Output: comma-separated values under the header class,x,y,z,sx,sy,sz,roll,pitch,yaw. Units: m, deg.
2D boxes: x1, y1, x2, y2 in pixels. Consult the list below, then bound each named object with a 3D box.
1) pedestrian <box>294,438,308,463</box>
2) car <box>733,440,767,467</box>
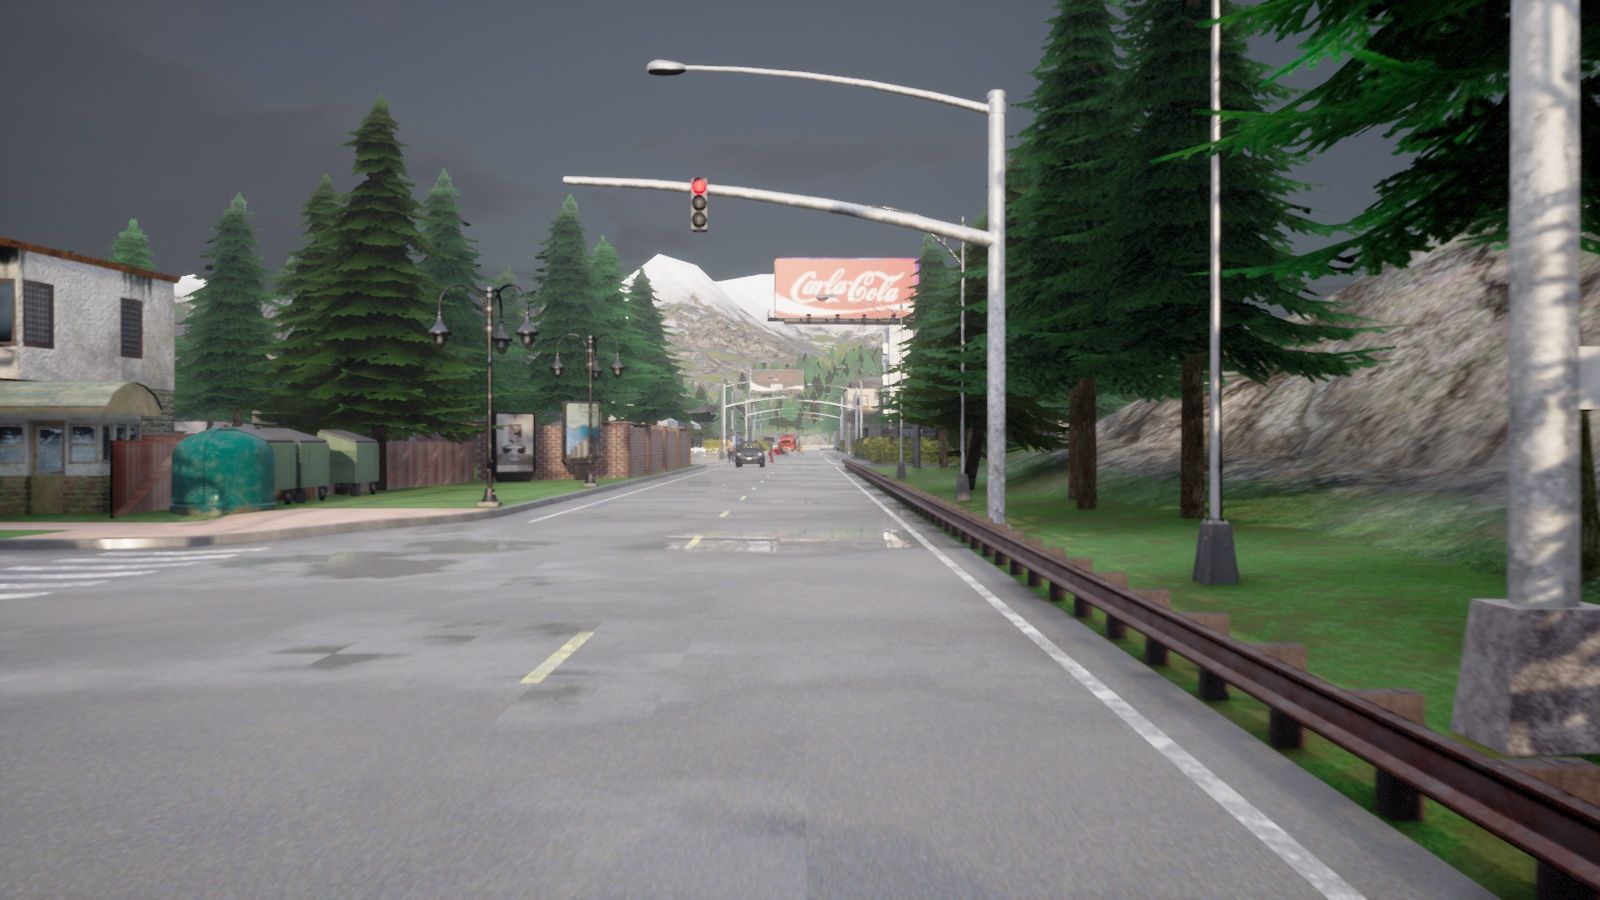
class,x,y,z,sx,sy,sz,roll,pitch,yaw
pedestrian,-36.699,0.034,92.370,0.849,1.883,0.563,0,0,3
car,-3.044,0.204,77.168,1.851,1.617,3.988,0,0,0
